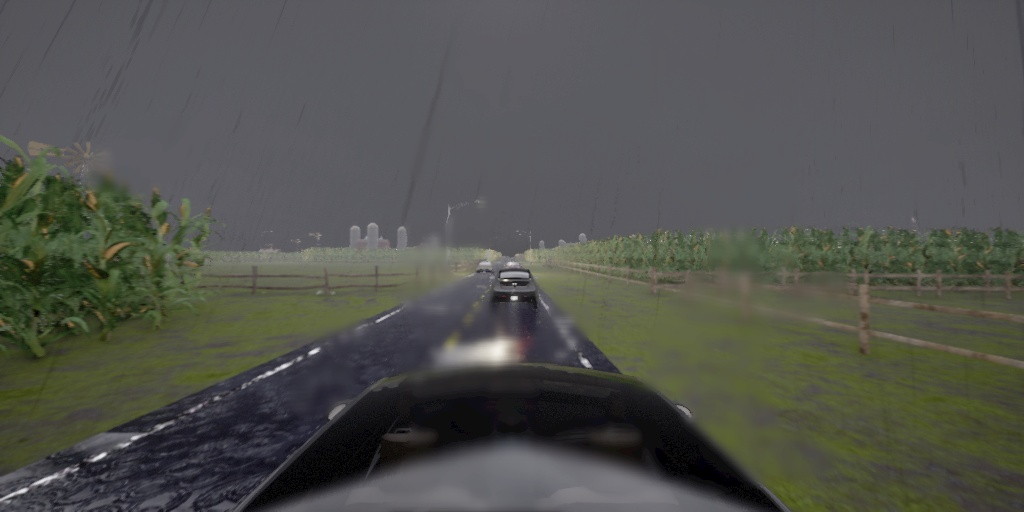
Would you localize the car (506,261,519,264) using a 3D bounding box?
[{"bbox_3d":[0.099,1.279,39.507,2.033,1.411,5.357,0,0,0],"label":"car"}]

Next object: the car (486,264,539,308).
[{"bbox_3d":[0.100,1.253,15.181,1.837,1.490,4.892,0,0,0],"label":"car"}]

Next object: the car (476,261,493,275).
[{"bbox_3d":[-2.847,1.279,39.252,2.033,1.411,5.357,0,0,0],"label":"car"}]
